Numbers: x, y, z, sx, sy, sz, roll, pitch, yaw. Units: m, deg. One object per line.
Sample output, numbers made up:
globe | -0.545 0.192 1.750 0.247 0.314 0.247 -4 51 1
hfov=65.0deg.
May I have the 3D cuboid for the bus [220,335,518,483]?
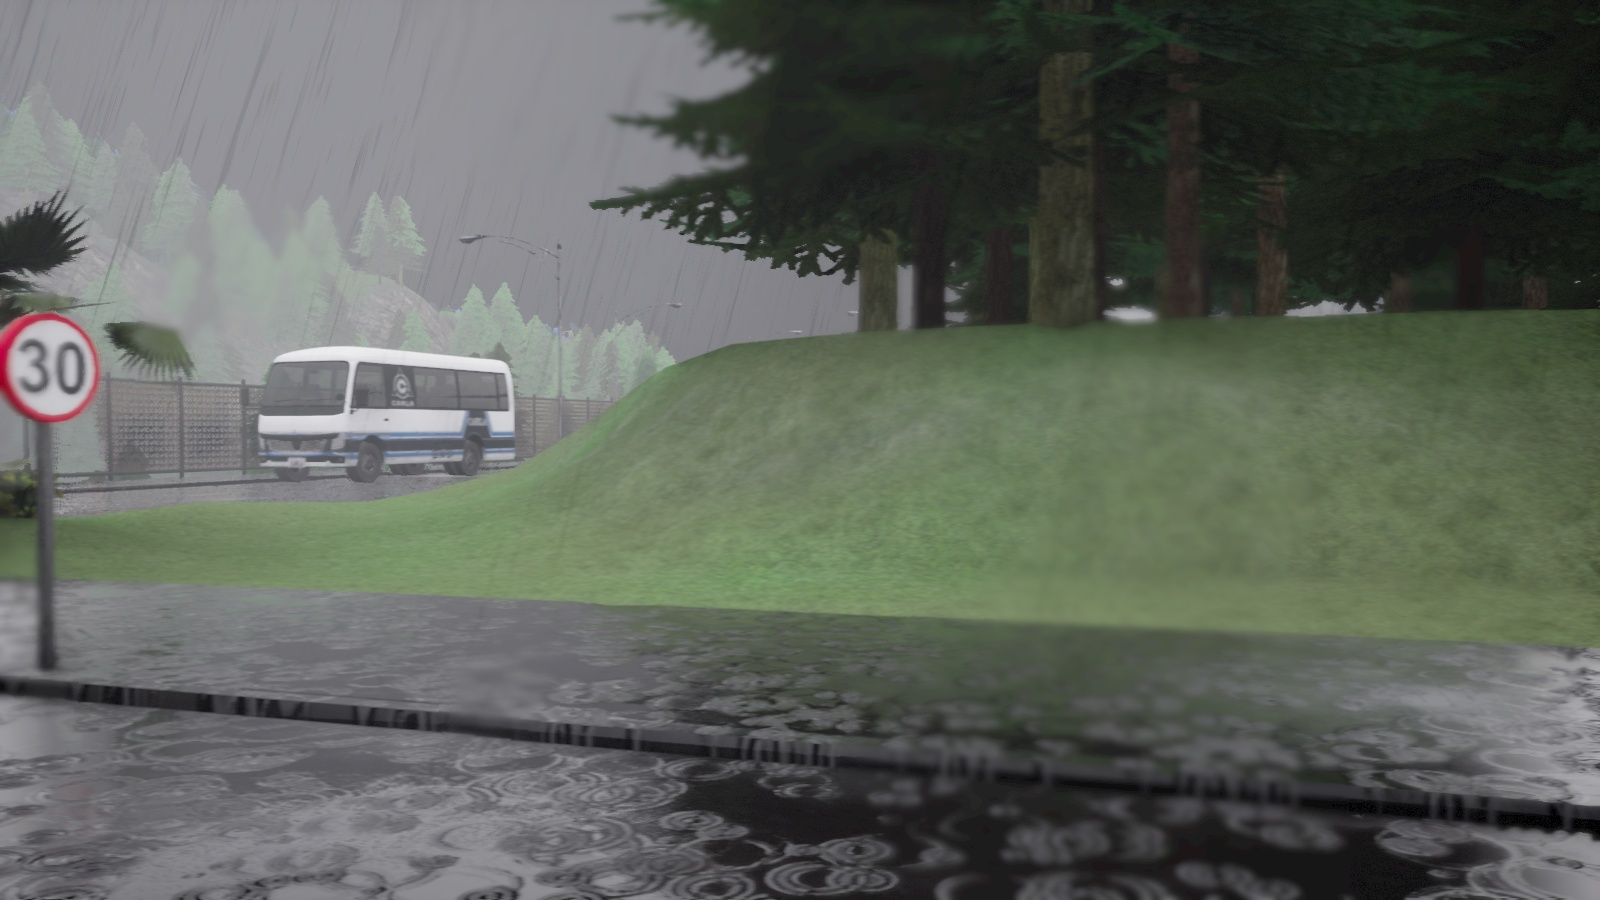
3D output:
bus | -13.717 -1.266 41.469 3.944 4.253 10.273 1 1 18
